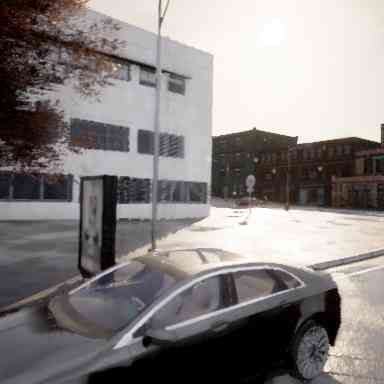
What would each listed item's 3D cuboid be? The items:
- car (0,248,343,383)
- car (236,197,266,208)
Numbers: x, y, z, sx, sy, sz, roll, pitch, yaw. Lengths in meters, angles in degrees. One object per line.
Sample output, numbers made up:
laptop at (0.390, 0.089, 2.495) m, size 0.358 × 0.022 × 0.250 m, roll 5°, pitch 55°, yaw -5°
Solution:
car at (-0.215, 1.495, 3.862) m, size 4.902 × 1.511 × 2.128 m, roll 0°, pitch 0°, yaw -36°
car at (8.508, 1.436, 48.111) m, size 1.882 × 1.535 × 5.008 m, roll 2°, pitch -1°, yaw -35°
